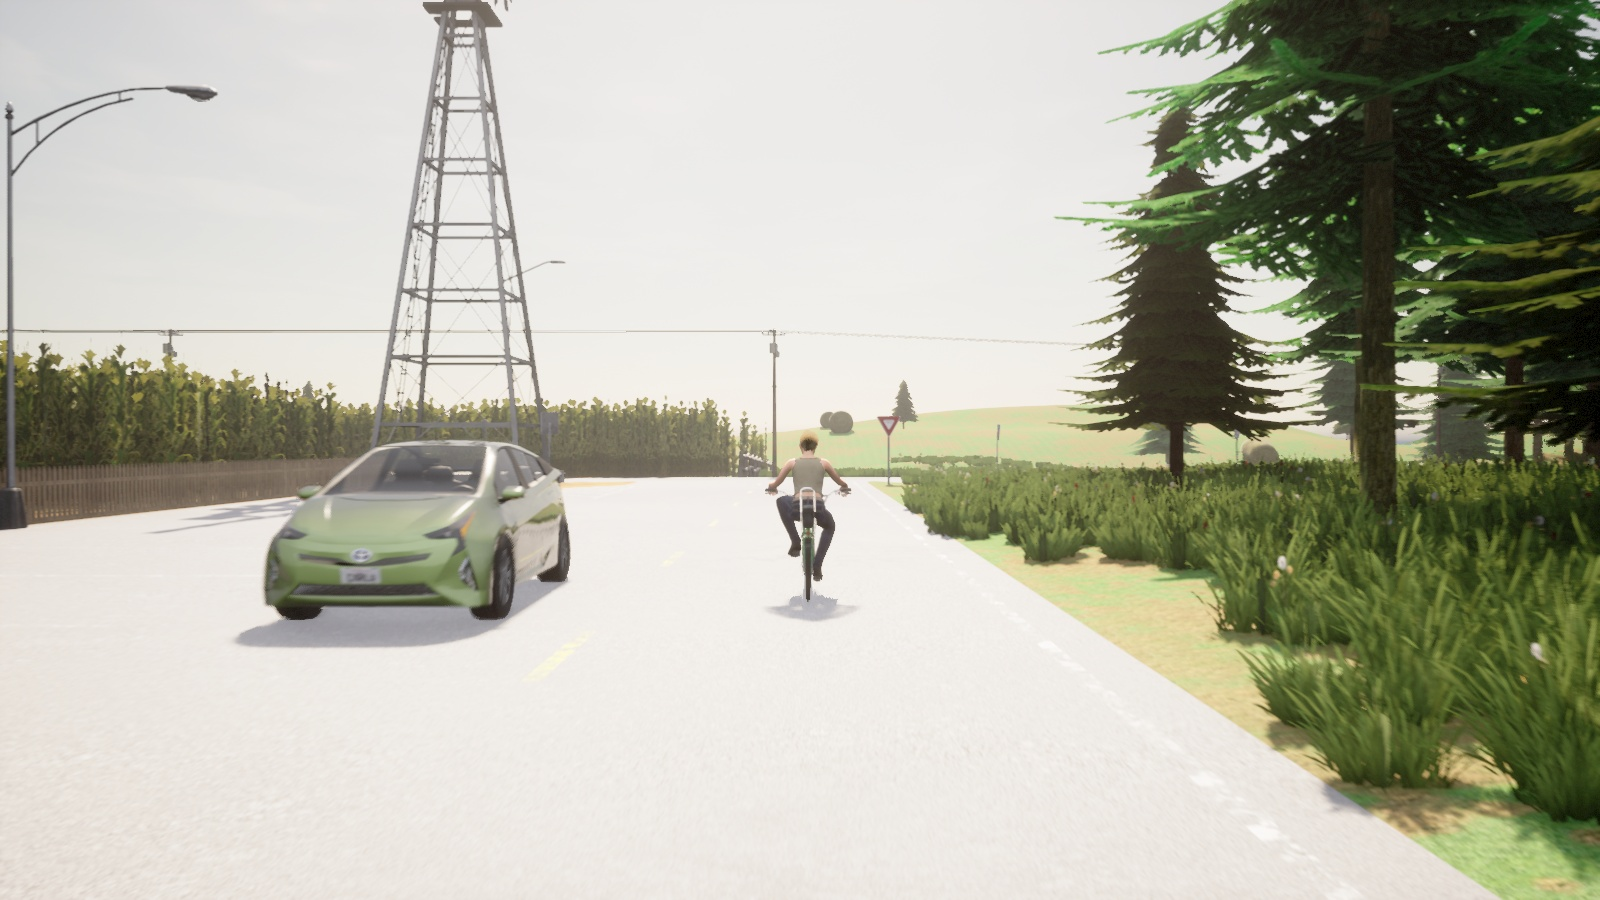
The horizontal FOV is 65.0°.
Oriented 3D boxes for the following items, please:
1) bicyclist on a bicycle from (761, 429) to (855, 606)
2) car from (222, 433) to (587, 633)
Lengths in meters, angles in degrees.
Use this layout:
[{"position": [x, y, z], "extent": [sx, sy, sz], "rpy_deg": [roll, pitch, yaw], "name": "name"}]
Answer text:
[{"position": [0.080, 0.614, 12.253], "extent": [0.866, 1.612, 1.509], "rpy_deg": [0, 0, 1], "name": "bicyclist on a bicycle"}, {"position": [-3.417, 0.624, 11.879], "extent": [2.007, 1.525, 4.514], "rpy_deg": [0, 0, 0], "name": "car"}]
